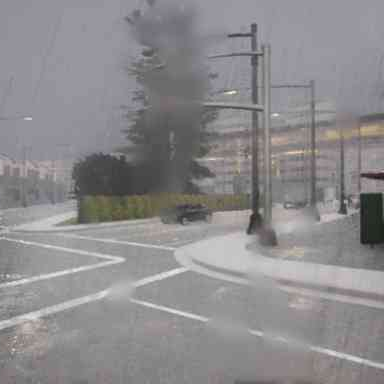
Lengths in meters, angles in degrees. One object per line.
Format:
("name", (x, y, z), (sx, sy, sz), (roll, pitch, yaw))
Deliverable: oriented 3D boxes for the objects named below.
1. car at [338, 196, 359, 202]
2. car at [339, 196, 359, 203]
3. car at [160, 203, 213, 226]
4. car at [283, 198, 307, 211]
("car", (33.547, 1.429, 71.168), (4.536, 1.218, 1.853), (0, 0, -29))
("car", (33.503, 1.587, 71.141), (4.974, 1.542, 2.038), (0, 0, -29))
("car", (-0.330, 1.583, 24.342), (1.837, 1.490, 4.892), (-1, 0, 36))
("car", (13.475, 1.592, 43.308), (2.128, 1.511, 4.902), (-1, -1, 36))
